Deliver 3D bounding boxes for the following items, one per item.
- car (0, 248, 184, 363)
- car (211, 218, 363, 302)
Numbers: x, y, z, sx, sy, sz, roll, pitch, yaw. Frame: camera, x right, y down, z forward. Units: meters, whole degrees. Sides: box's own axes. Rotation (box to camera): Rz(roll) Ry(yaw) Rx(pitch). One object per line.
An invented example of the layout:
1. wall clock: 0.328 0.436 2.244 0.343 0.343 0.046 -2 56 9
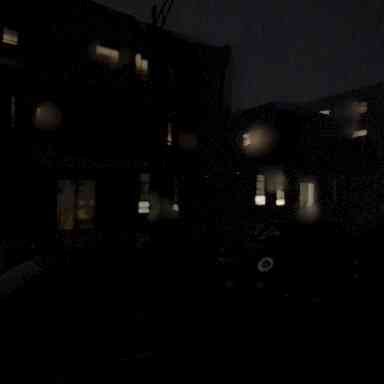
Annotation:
1. car: -2.079 1.588 5.069 4.206 1.307 1.802 0 0 -36
2. car: 2.427 1.473 8.281 4.097 1.590 1.967 0 0 -36
